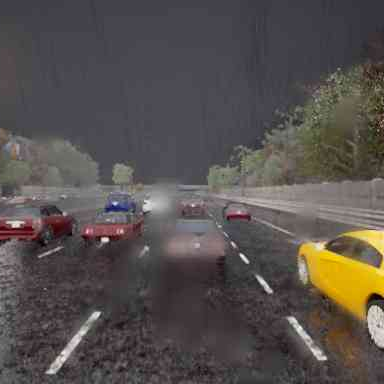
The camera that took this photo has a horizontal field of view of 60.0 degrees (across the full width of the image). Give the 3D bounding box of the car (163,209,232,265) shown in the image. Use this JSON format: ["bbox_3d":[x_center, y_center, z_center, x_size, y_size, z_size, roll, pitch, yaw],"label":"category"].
[{"bbox_3d":[0.100,1.527,11.562,2.033,1.411,5.357,0,0,0],"label":"car"}]

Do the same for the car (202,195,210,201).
[{"bbox_3d":[3.490,1.408,83.511,1.837,1.490,4.892,0,0,0],"label":"car"}]

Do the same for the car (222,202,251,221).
[{"bbox_3d":[3.496,1.499,26.774,1.994,1.385,4.181,0,0,0],"label":"car"}]

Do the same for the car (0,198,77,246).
[{"bbox_3d":[-6.906,1.326,15.163,2.097,1.767,4.553,0,0,0],"label":"car"}]

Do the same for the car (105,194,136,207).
[{"bbox_3d":[-6.906,1.172,32.468,2.150,2.045,5.566,0,0,0],"label":"car"}]

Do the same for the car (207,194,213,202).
[{"bbox_3d":[3.491,1.409,72.774,1.837,1.490,4.892,0,0,0],"label":"car"}]

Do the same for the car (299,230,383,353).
[{"bbox_3d":[3.544,1.446,6.138,1.882,1.535,5.008,0,0,-1],"label":"car"}]

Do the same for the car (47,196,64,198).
[{"bbox_3d":[-17.586,1.289,42.253,2.097,1.767,4.553,0,0,0],"label":"car"}]

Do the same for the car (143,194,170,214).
[{"bbox_3d":[-3.400,1.172,32.422,2.150,2.045,5.566,0,0,0],"label":"car"}]

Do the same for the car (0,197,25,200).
[{"bbox_3d":[-21.087,1.417,41.019,1.882,1.535,5.008,0,0,0],"label":"car"}]

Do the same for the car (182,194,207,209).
[{"bbox_3d":[0.094,1.301,32.931,2.097,1.767,4.553,0,0,0],"label":"car"}]

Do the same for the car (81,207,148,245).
[{"bbox_3d":[-3.402,1.575,15.248,1.895,1.301,4.718,0,0,0],"label":"car"}]
